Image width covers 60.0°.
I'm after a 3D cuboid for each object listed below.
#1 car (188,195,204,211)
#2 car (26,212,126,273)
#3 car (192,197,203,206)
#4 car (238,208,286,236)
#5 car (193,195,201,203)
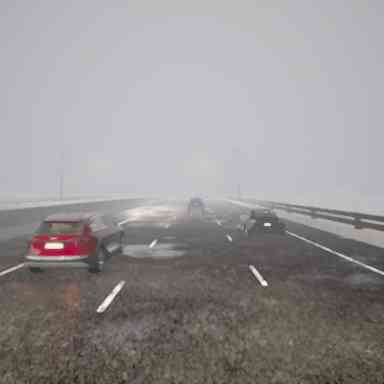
[{"bbox_3d":[0.483,1.437,40.381,2.033,1.649,4.856,0,0,1],"label":"car"},{"bbox_3d":[-3.465,1.428,10.662,2.033,1.649,4.856,0,0,0],"label":"car"},{"bbox_3d":[0.865,1.549,56.246,1.812,1.442,4.674,0,0,1],"label":"car"},{"bbox_3d":[3.712,1.564,18.257,1.994,1.385,4.181,0,0,1],"label":"car"},{"bbox_3d":[1.119,1.540,73.679,1.837,1.490,4.892,0,0,1],"label":"car"}]
